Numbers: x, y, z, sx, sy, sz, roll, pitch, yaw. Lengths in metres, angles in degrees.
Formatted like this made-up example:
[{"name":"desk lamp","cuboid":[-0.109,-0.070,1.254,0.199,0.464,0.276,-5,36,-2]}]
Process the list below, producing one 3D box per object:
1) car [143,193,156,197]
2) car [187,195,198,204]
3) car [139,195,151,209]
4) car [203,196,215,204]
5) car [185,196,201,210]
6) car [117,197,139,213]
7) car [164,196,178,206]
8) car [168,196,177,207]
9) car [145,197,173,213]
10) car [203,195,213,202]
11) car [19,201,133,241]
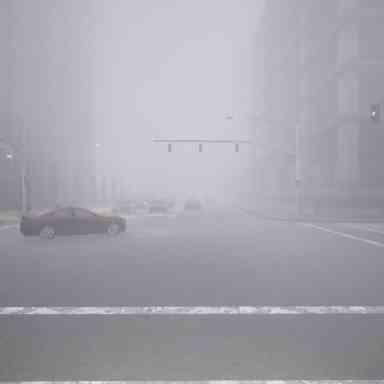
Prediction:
[{"name":"car","cuboid":[-7.085,1.221,54.661,2.150,2.045,5.566,0,0,0]},{"name":"car","cuboid":[0.032,1.492,67.298,2.128,1.511,4.902,0,0,1]},{"name":"car","cuboid":[-7.095,1.505,44.297,1.837,1.490,4.892,0,0,0]},{"name":"car","cuboid":[3.504,1.492,64.601,2.128,1.511,4.902,0,0,0]},{"name":"car","cuboid":[0.094,1.564,42.384,1.994,1.385,4.181,0,0,0]},{"name":"car","cuboid":[-7.098,1.505,34.893,1.837,1.490,4.892,0,0,0]},{"name":"car","cuboid":[-3.580,1.492,57.071,2.128,1.511,4.902,0,0,0]},{"name":"car","cuboid":[-3.596,1.478,46.708,1.882,1.535,5.008,0,0,0]},{"name":"car","cuboid":[-3.598,1.547,37.062,2.033,1.411,5.357,0,0,0]},{"name":"car","cuboid":[3.504,1.508,73.676,1.812,1.442,4.674,0,0,0]},{"name":"car","cuboid":[-5.788,1.447,16.550,5.008,1.535,1.882,0,1,-32]}]
